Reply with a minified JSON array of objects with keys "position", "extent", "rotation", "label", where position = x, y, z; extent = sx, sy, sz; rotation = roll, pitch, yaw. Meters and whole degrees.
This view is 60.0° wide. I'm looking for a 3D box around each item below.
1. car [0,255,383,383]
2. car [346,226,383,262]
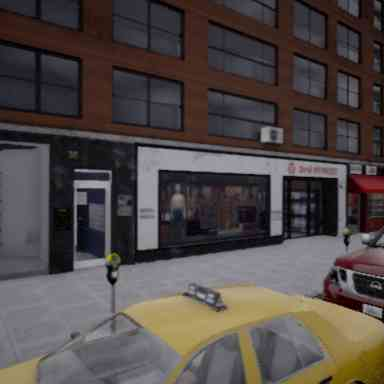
[{"position":[-0.111,1.516,2.732],"extent":[4.829,1.417,1.752],"rotation":[0,0,-35],"label":"car"},{"position":[4.532,1.319,6.016],"extent":[5.009,1.841,2.192],"rotation":[0,0,-35],"label":"car"}]
